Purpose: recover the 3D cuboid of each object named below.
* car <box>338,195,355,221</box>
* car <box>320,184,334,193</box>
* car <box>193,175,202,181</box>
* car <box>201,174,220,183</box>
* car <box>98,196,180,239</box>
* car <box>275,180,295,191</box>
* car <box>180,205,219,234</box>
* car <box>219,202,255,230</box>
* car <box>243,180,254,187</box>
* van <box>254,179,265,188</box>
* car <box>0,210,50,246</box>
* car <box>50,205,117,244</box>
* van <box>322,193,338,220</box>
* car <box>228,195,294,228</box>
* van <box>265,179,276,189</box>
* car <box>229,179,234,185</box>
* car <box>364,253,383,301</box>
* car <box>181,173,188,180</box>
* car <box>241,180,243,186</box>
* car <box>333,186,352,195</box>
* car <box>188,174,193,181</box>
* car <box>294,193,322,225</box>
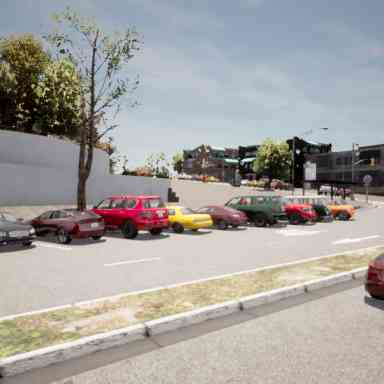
[{"bbox_3d":[11.099,1.403,27.917,4.553,1.767,2.185,-1,-1,35],"label":"car"},{"bbox_3d":[24.306,-0.426,58.879,2.435,2.045,5.566,7,3,35],"label":"car"},{"bbox_3d":[3.509,-3.698,88.386,2.435,2.045,5.566,7,3,34],"label":"car"},{"bbox_3d":[5.360,-3.176,86.127,1.946,1.575,5.366,7,3,34],"label":"car"},{"bbox_3d":[-3.718,1.248,17.582,5.566,2.045,2.435,-1,-1,35],"label":"car"},{"bbox_3d":[19.097,-0.992,66.266,2.231,1.521,4.892,7,3,35],"label":"car"},{"bbox_3d":[-1.398,1.503,19.409,5.366,1.575,1.946,-1,-1,35],"label":"car"},{"bbox_3d":[1.209,1.549,21.036,4.674,1.452,2.002,-1,-1,35],"label":"car"},{"bbox_3d":[14.036,-1.812,73.832,1.946,1.575,5.366,7,3,35],"label":"car"},{"bbox_3d":[15.610,-1.764,71.100,1.878,1.987,4.442,7,4,35],"label":"van"},{"bbox_3d":[-8.583,1.493,14.092,4.892,1.521,2.231,-1,-1,35],"label":"car"},{"bbox_3d":[-6.163,1.524,15.838,4.792,1.488,2.163,-1,-1,35],"label":"car"},{"bbox_3d":[8.690,1.297,26.167,4.442,1.987,1.878,-1,-1,35],"label":"van"},{"bbox_3d":[3.637,1.263,22.793,5.566,2.045,2.435,-1,-1,35],"label":"car"},{"bbox_3d":[17.338,-1.491,68.628,1.878,1.987,4.442,7,4,35],"label":"van"},{"bbox_3d":[10.463,-2.317,78.615,2.002,1.452,4.674,7,3,35],"label":"car"},{"bbox_3d":[5.588,1.574,7.121,4.181,1.385,1.994,0,0,-34],"label":"car"},{"bbox_3d":[-0.014,-4.085,93.323,2.185,1.767,4.553,4,1,33],"label":"car"},{"bbox_3d":[12.205,-2.043,76.153,2.002,1.452,4.674,7,4,35],"label":"car"},{"bbox_3d":[25.996,0.137,56.406,2.002,1.452,4.674,7,3,35],"label":"car"},{"bbox_3d":[1.716,-3.850,90.853,2.185,1.767,4.553,6,3,34],"label":"car"},{"bbox_3d":[6.151,1.267,24.498,5.566,2.045,2.435,-1,-1,35],"label":"car"}]
